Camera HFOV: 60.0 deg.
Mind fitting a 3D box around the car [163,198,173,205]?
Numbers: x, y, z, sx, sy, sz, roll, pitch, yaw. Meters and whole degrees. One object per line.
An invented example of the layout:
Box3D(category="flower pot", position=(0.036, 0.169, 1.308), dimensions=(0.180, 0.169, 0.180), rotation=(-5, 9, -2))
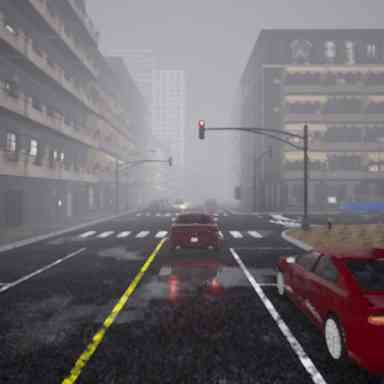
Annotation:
Box3D(category="car", position=(-5.217, 1.981, 71.367), dimensions=(1.802, 1.307, 4.206), rotation=(-1, 0, 0))

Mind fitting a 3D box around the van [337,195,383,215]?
Box3D(category="van", position=(15.852, 1.197, 31.210), dimensions=(3.998, 1.788, 1.690), rotation=(-1, 1, 0))

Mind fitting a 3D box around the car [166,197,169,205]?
Box3D(category="car", position=(-5.328, 1.866, 54.783), dimensions=(1.947, 1.339, 4.313), rotation=(-1, 0, 0))

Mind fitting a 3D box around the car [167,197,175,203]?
Box3D(category="car", position=(-5.143, 1.992, 82.253), dimensions=(1.752, 1.417, 4.829), rotation=(-1, 0, 0))

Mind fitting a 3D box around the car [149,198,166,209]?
Box3D(category="car", position=(-5.365, 1.818, 49.257), dimensions=(2.008, 1.369, 4.403), rotation=(-1, 0, 0))

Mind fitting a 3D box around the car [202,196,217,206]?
Box3D(category="car", position=(3.051, 1.739, 54.723), dimensions=(1.967, 1.590, 4.097), rotation=(-1, 0, 0))

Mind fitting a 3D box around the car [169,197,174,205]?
Box3D(category="car", position=(-5.255, 1.806, 65.840), dimensions=(1.967, 1.590, 4.097), rotation=(-1, 0, 0))

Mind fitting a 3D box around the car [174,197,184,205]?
Box3D(category="car", position=(-2.556, 1.914, 66.554), dimensions=(2.033, 1.411, 5.357), rotation=(0, 0, 1))

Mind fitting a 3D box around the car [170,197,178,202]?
Box3D(category="car", position=(-5.067, 2.120, 93.478), dimensions=(1.802, 1.307, 4.206), rotation=(-1, 0, 0))

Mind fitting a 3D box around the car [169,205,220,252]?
Box3D(category="car", position=(0.118, 1.551, 14.249), dimensions=(1.882, 1.535, 5.008), rotation=(0, 0, 1))

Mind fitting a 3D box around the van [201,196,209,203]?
Box3D(category="van", position=(3.236, 1.808, 82.361), dimensions=(1.690, 1.788, 3.998), rotation=(-1, 0, 0))

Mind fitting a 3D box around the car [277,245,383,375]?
Box3D(category="car", position=(2.722, 1.574, 5.725), dimensions=(1.887, 1.381, 4.507), rotation=(0, 0, 0))

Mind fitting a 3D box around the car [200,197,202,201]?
Box3D(category="car", position=(3.164, 1.949, 71.305), dimensions=(2.008, 1.369, 4.403), rotation=(-1, 0, 0))
